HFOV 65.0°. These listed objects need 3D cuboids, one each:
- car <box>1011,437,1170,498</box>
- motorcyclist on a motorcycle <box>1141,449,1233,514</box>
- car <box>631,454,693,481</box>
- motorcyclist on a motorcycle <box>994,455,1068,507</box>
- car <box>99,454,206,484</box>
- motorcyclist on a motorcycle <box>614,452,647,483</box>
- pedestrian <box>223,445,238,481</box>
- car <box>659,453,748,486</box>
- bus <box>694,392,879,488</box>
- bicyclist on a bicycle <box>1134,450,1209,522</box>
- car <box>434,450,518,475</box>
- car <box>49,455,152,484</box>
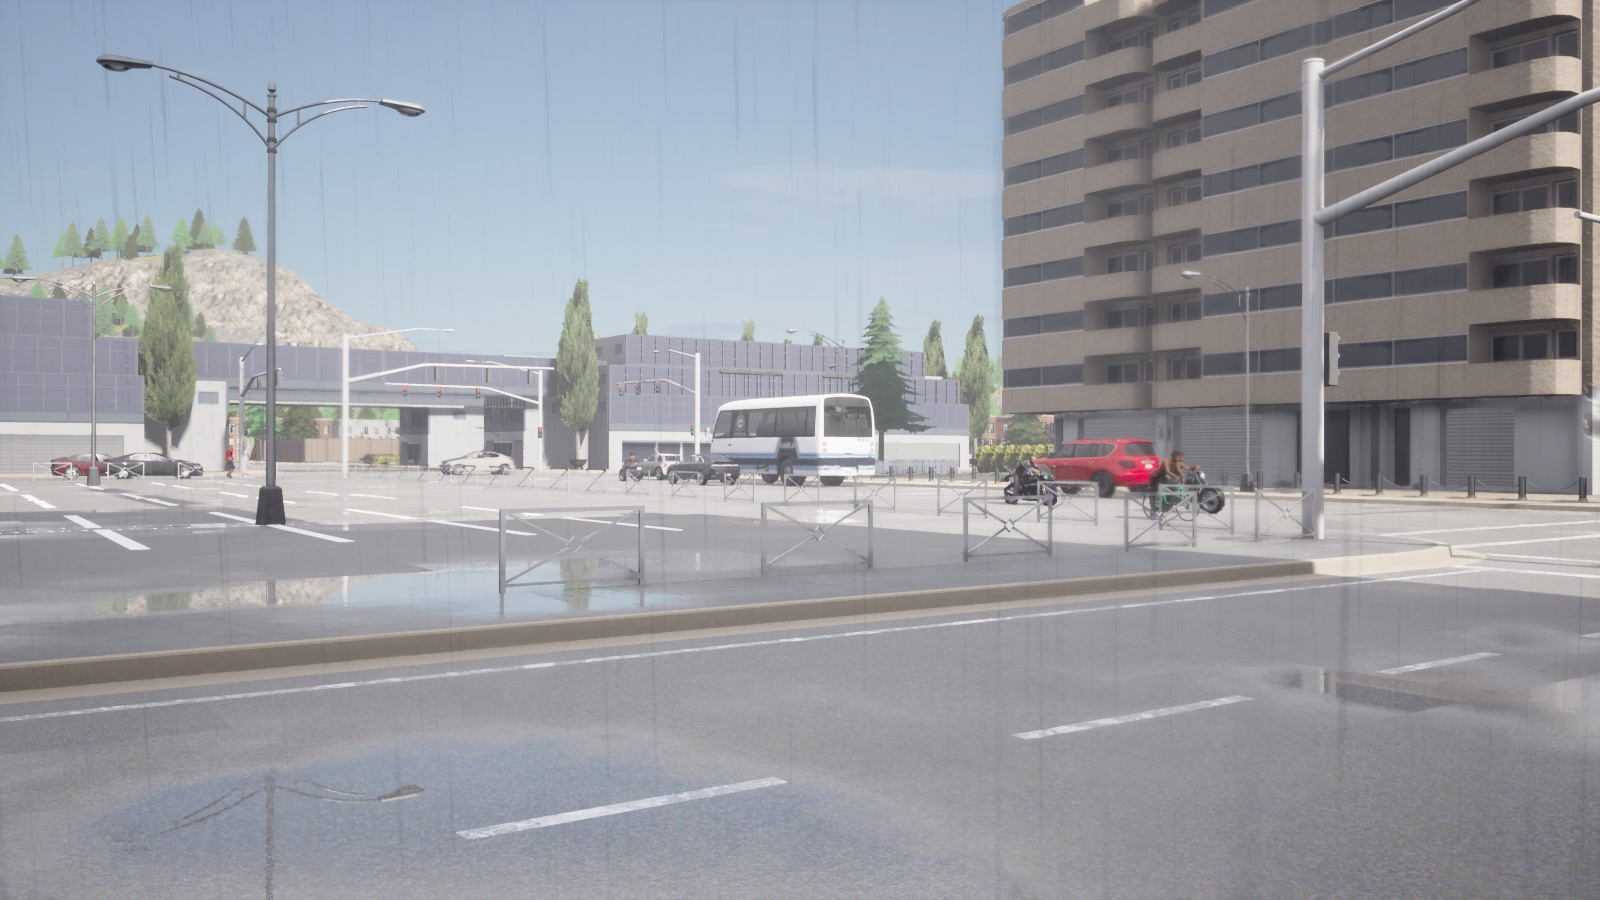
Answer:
[{"bbox_3d":[10.346,0.608,45.119,2.150,2.045,5.566,0,0,-35],"label":"car"},{"bbox_3d":[10.169,0.810,33.058,0.766,1.649,2.350,0,0,-35],"label":"motorcyclist on a motorcycle"},{"bbox_3d":[-7.896,0.957,71.525,1.970,1.475,3.806,0,0,-34],"label":"car"},{"bbox_3d":[6.925,0.913,37.755,0.866,1.530,2.191,0,0,-35],"label":"motorcyclist on a motorcycle"},{"bbox_3d":[-34.676,0.995,67.294,4.902,1.511,2.128,0,0,-34],"label":"car"},{"bbox_3d":[-9.068,0.934,67.065,0.766,1.649,2.350,0,0,-35],"label":"motorcyclist on a motorcycle"},{"bbox_3d":[-29.659,0.682,65.414,0.331,1.846,0.636,0,0,34],"label":"pedestrian"},{"bbox_3d":[-4.736,0.915,60.790,2.128,1.511,4.902,0,0,-34],"label":"car"},{"bbox_3d":[-0.890,-0.424,61.381,3.944,4.253,10.273,0,0,-35],"label":"bus"},{"bbox_3d":[8.608,0.806,29.160,0.582,1.620,1.656,0,0,-35],"label":"bicyclist on a bicycle"},{"bbox_3d":[-21.831,0.832,84.641,5.027,1.651,2.152,0,0,-35],"label":"car"},{"bbox_3d":[-38.436,1.050,69.001,4.792,1.488,2.163,0,0,-33],"label":"car"}]
